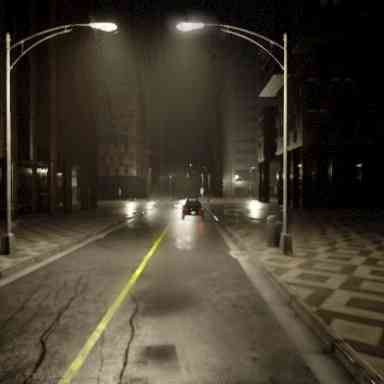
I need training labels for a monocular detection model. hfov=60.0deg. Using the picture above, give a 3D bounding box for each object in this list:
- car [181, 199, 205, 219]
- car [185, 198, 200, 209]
[{"bbox_3d":[0.088,1.483,28.298,1.812,1.442,4.674,0,0,0],"label":"car"},{"bbox_3d":[0.083,1.536,45.447,1.895,1.301,4.718,0,0,0],"label":"car"}]
